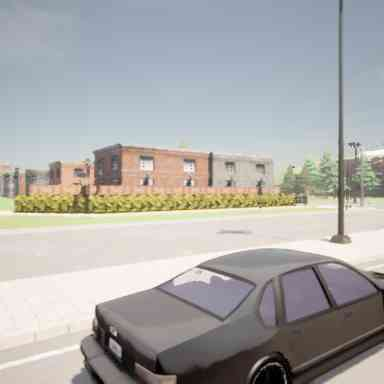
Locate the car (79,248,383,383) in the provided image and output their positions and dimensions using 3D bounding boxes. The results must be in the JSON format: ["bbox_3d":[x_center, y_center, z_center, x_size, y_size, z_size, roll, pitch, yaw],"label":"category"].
[{"bbox_3d":[1.302,1.544,4.674,5.357,1.411,2.033,0,0,-36],"label":"car"}]
